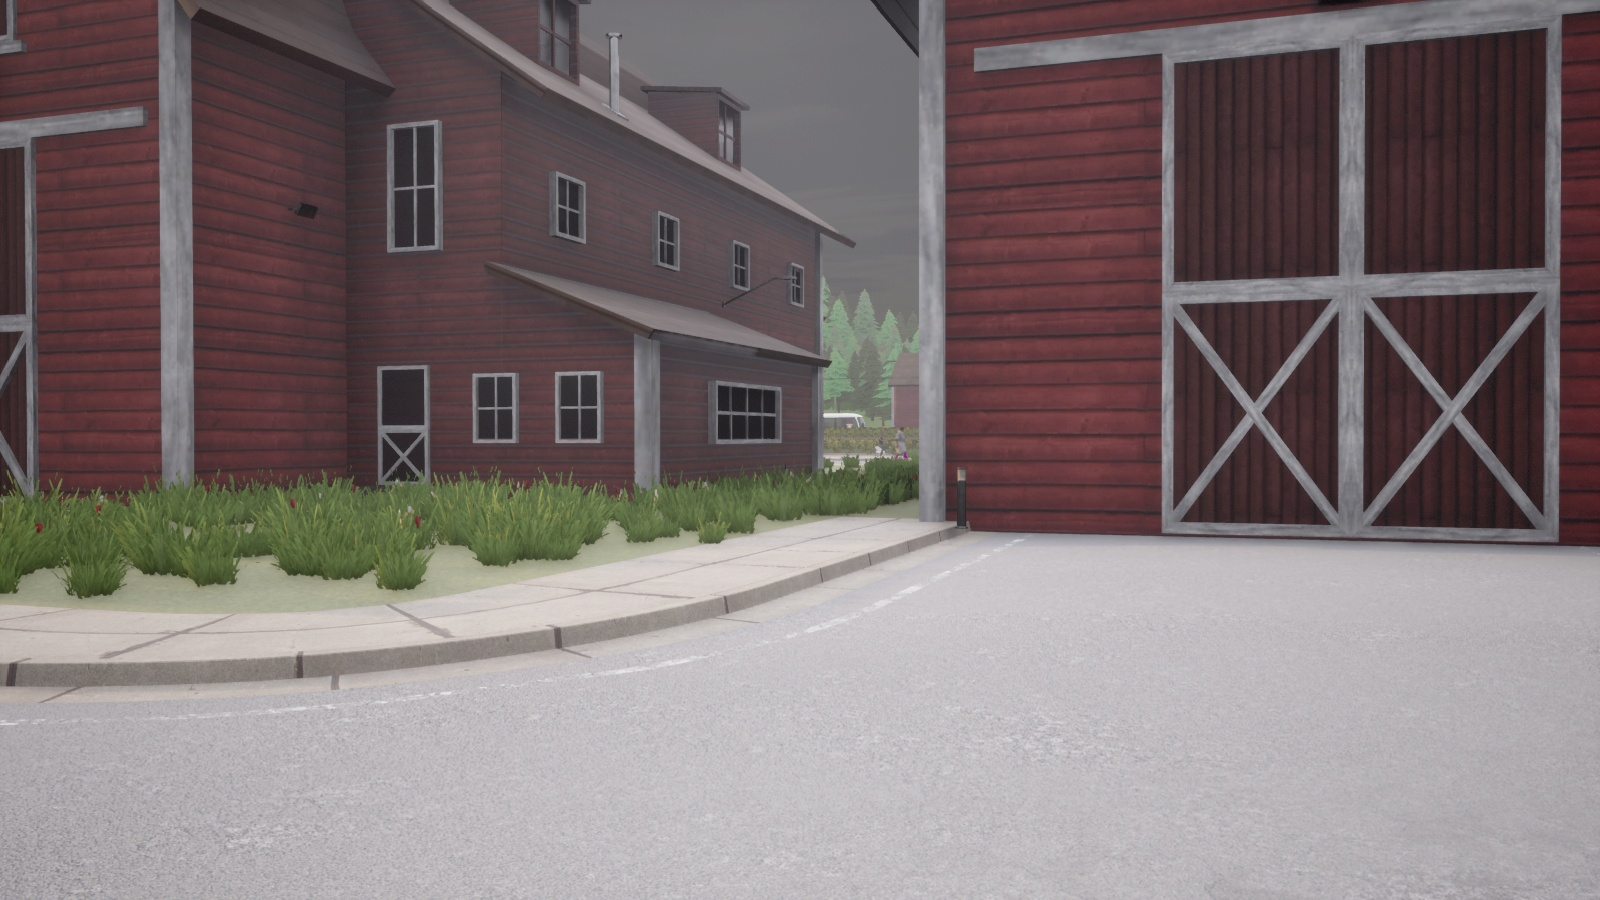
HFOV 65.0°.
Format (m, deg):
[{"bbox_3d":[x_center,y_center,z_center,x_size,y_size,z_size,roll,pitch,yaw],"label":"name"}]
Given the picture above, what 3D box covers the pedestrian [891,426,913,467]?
[{"bbox_3d":[4.798,-0.169,59.102,0.873,1.952,0.659,1,1,17],"label":"pedestrian"}]
